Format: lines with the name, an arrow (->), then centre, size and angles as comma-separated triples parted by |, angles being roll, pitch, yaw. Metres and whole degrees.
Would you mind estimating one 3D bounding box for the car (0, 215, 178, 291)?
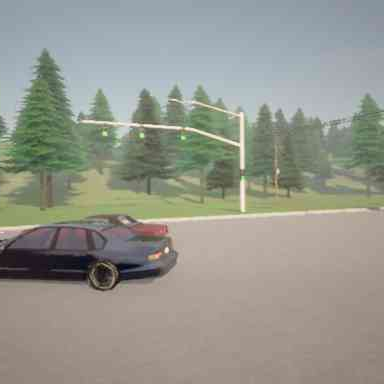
car -> -3.074, 1.429, 8.179 | 5.357, 1.411, 2.033 | -1, 1, 9
